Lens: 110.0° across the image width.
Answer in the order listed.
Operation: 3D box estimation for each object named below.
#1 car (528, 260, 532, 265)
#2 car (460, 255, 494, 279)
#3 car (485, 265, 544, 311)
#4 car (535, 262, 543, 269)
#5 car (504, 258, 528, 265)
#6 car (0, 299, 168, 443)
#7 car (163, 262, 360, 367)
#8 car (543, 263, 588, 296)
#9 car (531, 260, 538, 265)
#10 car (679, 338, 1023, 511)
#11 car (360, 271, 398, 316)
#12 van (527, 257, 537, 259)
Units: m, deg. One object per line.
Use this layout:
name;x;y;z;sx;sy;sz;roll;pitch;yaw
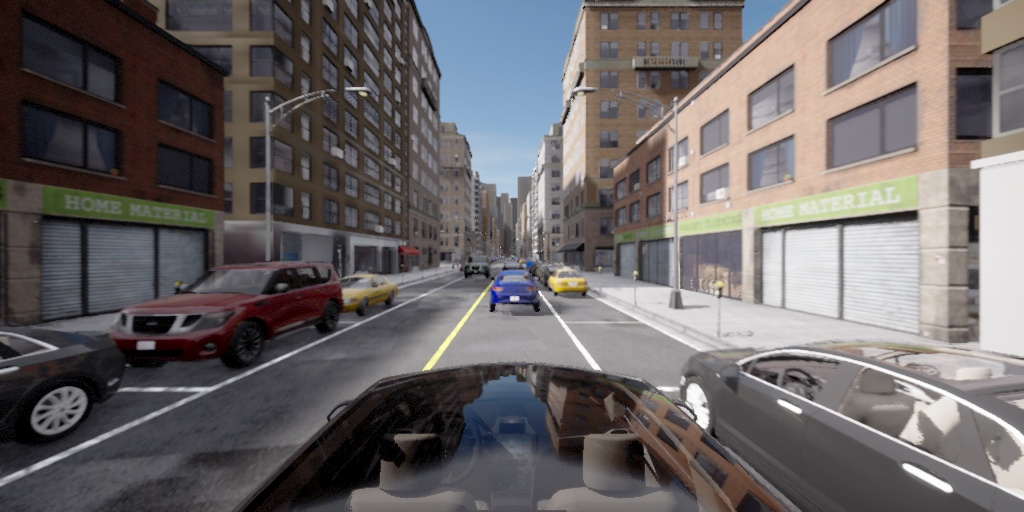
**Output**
car;2.868;1.311;35.336;1.948;1.339;4.313;0;0;0
car;-3.090;0.966;33.203;2.150;2.045;5.566;0;0;0
car;0.094;1.272;14.428;1.812;1.442;4.674;0;0;0
car;2.864;1.296;24.439;2.007;1.370;4.403;0;0;0
car;0.097;1.223;30.280;1.882;1.535;5.008;0;0;0
car;-5.667;1.300;2.617;2.007;1.370;4.403;0;0;0
car;-5.666;1.062;8.068;2.192;1.841;5.009;0;0;0
car;2.863;1.271;19.161;1.751;1.417;4.829;0;0;0
car;2.866;1.270;30.058;1.751;1.417;4.829;0;0;0
car;2.858;1.300;2.646;2.007;1.370;4.403;0;0;0
car;-5.664;1.272;13.348;1.751;1.417;4.829;0;0;0
van;2.873;1.087;51.682;1.690;1.789;3.998;0;0;0
